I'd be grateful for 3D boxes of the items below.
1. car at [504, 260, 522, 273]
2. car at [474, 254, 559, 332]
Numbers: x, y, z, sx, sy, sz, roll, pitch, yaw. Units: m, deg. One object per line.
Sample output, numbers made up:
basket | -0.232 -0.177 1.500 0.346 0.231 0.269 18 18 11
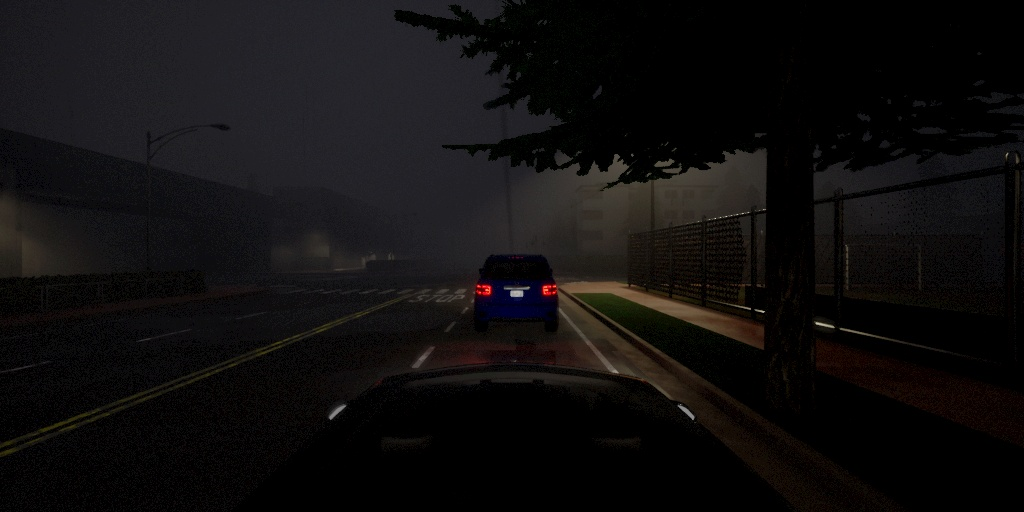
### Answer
car | 0.055 1.242 44.506 2.128 1.511 4.902 0 0 -1
car | 0.119 0.972 11.021 2.150 2.045 5.566 0 0 0
